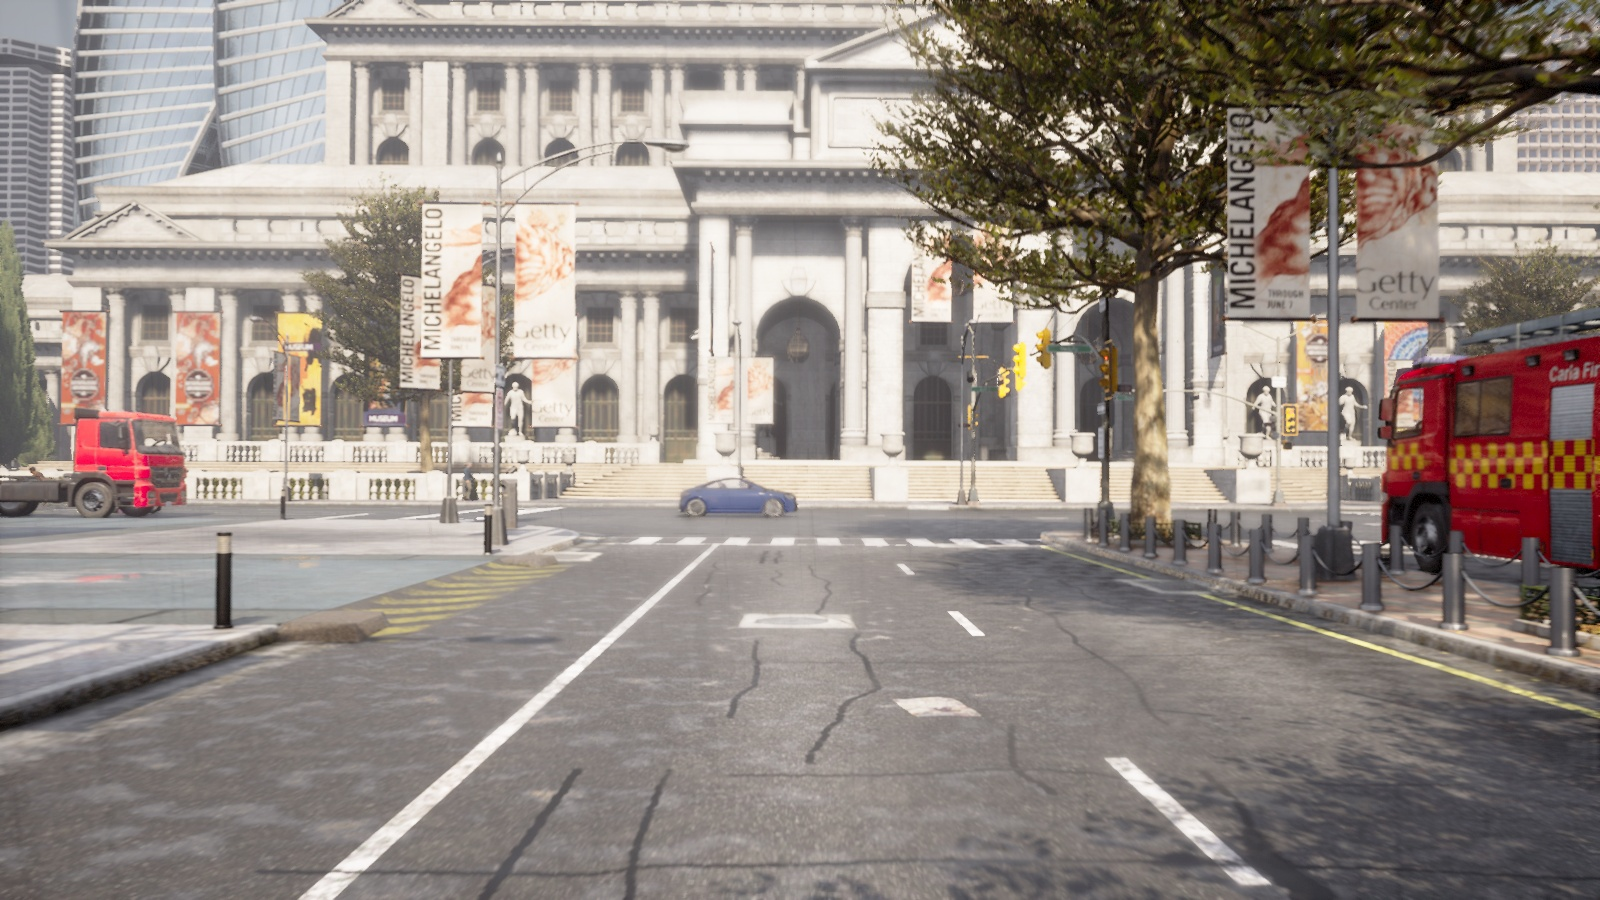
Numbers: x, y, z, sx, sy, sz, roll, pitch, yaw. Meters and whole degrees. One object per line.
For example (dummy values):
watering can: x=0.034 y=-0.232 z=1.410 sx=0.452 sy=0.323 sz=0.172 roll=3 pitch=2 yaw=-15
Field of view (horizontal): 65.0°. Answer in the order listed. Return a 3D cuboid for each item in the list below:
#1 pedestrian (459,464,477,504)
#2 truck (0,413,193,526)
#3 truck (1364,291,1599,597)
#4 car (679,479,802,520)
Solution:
pedestrian: x=-15.305 y=1.578 z=57.923 sx=0.726 sy=1.842 sz=0.402 roll=0 pitch=-1 yaw=1
truck: x=-24.124 y=0.630 z=40.214 sx=7.936 sy=3.462 sz=2.891 roll=0 pitch=-1 yaw=0
truck: x=11.434 y=-0.038 z=17.941 sx=2.891 sy=3.827 sz=8.468 roll=0 pitch=-1 yaw=0
car: x=-2.016 y=1.694 z=43.640 sx=4.181 sy=1.385 sz=1.994 roll=0 pitch=-1 yaw=0
